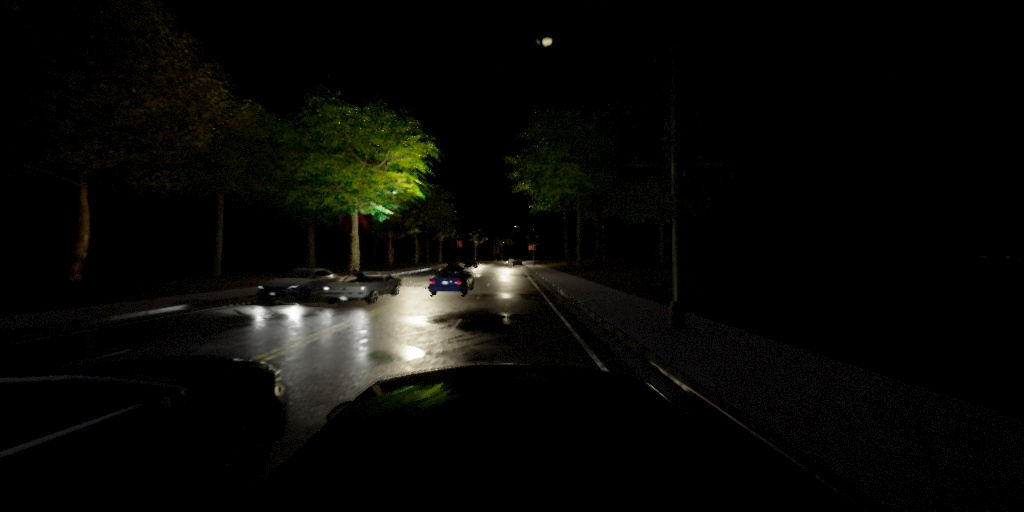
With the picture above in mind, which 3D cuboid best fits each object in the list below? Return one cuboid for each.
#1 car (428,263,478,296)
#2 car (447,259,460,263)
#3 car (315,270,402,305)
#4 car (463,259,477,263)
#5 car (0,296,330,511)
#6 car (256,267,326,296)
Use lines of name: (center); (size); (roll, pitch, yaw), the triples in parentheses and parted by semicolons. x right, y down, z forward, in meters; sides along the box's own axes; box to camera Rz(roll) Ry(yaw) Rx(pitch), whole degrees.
car: (-3.155, 1.307, 19.372); (2.033, 1.411, 5.357); (0, 0, 0)
car: (-9.811, 1.283, 59.588); (1.837, 1.490, 4.892); (0, 0, 1)
car: (-6.604, 1.359, 16.280); (1.895, 1.301, 4.718); (0, 0, 0)
car: (-6.572, 1.282, 56.971); (1.837, 1.490, 4.892); (0, 0, 0)
car: (-3.150, 1.241, 1.608); (2.128, 1.511, 4.902); (0, 0, 0)
car: (-9.854, 1.284, 17.072); (1.812, 1.442, 4.674); (0, 0, 0)
